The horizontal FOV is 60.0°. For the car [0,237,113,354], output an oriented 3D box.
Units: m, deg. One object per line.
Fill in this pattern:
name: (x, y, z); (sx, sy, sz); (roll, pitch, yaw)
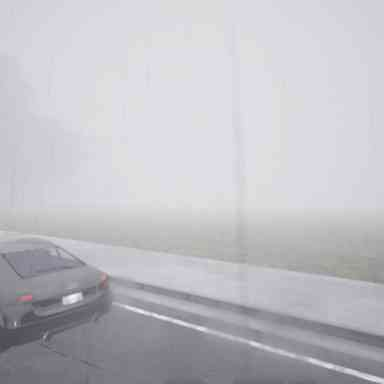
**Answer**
car: (-3.410, 1.553, 6.119); (4.181, 1.385, 1.994); (0, 0, 35)
